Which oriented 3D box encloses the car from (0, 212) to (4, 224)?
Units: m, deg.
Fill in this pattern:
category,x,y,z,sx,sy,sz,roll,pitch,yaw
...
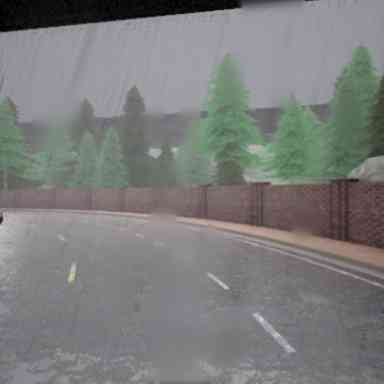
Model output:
category,x,y,z,sx,sy,sz,roll,pitch,yaw
car,-14.814,1.500,23.123,4.674,1.442,1.812,0,0,39
